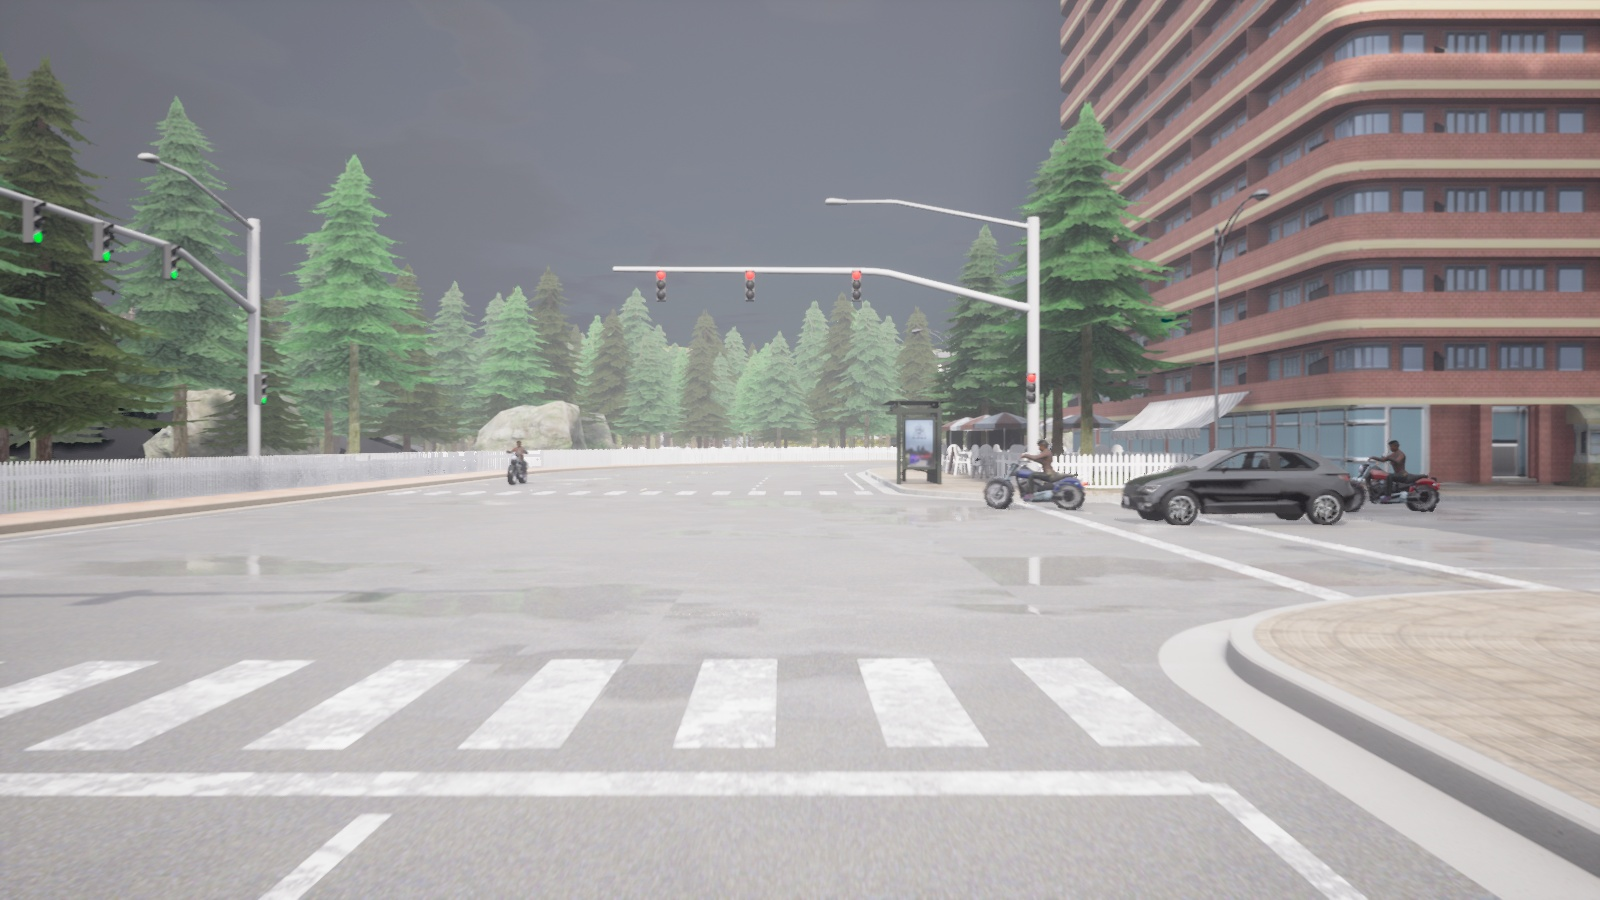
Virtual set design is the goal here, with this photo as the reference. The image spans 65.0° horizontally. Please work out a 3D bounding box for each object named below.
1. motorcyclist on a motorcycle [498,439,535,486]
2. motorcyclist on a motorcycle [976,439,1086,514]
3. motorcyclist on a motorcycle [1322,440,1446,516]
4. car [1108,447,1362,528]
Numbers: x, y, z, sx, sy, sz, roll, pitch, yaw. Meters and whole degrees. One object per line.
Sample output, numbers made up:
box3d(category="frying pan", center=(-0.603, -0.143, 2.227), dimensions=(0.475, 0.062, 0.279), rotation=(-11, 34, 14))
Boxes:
box3d(category="motorcyclist on a motorcycle", center=(-10.210, 0.433, 45.284), dimensions=(0.766, 1.649, 2.350), rotation=(0, 0, 0))
box3d(category="motorcyclist on a motorcycle", center=(5.253, 0.591, 28.600), dimensions=(2.350, 1.649, 0.766), rotation=(0, -1, 22))
box3d(category="motorcyclist on a motorcycle", center=(12.807, 0.607, 27.575), dimensions=(2.350, 1.649, 0.766), rotation=(0, 0, 0))
box3d(category="car", center=(8.225, 0.686, 23.971), dimensions=(4.193, 1.474, 1.816), rotation=(0, 0, -3))
